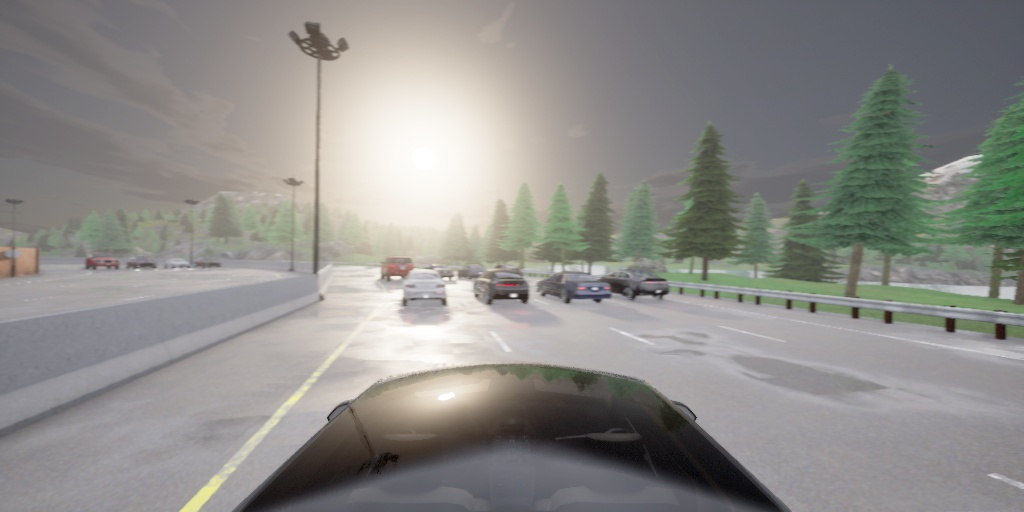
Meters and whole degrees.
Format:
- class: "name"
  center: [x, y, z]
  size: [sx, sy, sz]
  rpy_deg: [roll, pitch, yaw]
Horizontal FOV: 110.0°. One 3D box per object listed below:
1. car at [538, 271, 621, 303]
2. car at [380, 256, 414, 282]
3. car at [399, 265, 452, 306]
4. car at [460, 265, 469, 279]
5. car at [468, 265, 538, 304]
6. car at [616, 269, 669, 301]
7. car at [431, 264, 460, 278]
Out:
- class: "car"
  center: [2.843, 1.454, 17.743]
  size: [2.033, 1.411, 5.357]
  rpy_deg: [1, 0, -16]
- class: "car"
  center: [-9.861, 1.055, 30.718]
  size: [2.150, 2.045, 5.566]
  rpy_deg: [1, 0, -28]
- class: "car"
  center: [-4.015, 1.332, 16.203]
  size: [1.812, 1.442, 4.674]
  rpy_deg: [1, 0, -17]
- class: "car"
  center: [-3.785, 1.508, 34.163]
  size: [1.994, 1.385, 4.181]
  rpy_deg: [1, 0, -28]
- class: "car"
  center: [-0.622, 1.364, 17.078]
  size: [1.837, 1.490, 4.892]
  rpy_deg: [1, 0, -17]
- class: "car"
  center: [6.112, 1.451, 18.991]
  size: [2.128, 1.511, 4.902]
  rpy_deg: [1, 0, -17]
- class: "car"
  center: [-6.753, 1.438, 32.314]
  size: [2.033, 1.411, 5.357]
  rpy_deg: [1, 0, -28]
